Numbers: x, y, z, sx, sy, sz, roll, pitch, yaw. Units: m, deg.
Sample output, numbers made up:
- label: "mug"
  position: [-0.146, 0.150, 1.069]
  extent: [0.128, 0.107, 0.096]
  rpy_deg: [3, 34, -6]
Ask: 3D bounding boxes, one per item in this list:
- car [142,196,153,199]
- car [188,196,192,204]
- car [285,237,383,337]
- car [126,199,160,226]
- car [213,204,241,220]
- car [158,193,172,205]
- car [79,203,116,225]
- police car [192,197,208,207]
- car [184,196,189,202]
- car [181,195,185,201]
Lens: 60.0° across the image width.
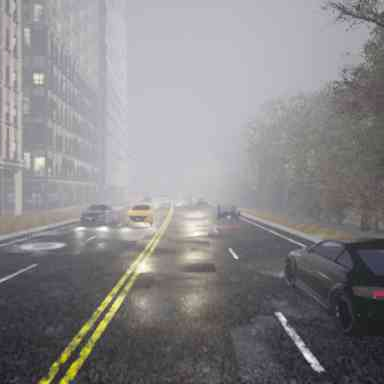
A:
- label: "car"
  position: [-8.835, 1.595, 65.734]
  extent: [2.097, 1.767, 4.553]
  rpy_deg: [0, 0, -4]
- label: "car"
  position: [0.795, 1.764, 67.883]
  extent: [1.812, 1.442, 4.674]
  rpy_deg: [0, 0, -4]
- label: "car"
  position: [3.309, 1.588, 6.678]
  extent: [1.994, 1.385, 4.181]
  rpy_deg: [0, 0, 0]
- label: "car"
  position: [-3.696, 1.577, 24.804]
  extent: [1.882, 1.535, 5.008]
  rpy_deg: [0, 0, -2]
- label: "car"
  position: [2.891, 1.708, 28.796]
  extent: [1.895, 1.301, 4.718]
  rpy_deg: [0, 0, -2]
- label: "car"
  position: [-5.586, 1.459, 65.900]
  extent: [2.150, 2.045, 5.566]
  rpy_deg: [0, 0, -4]
- label: "car"
  position: [-6.953, 1.608, 24.952]
  extent: [1.837, 1.490, 4.892]
  rpy_deg: [0, 0, -2]
- label: "police car"
  position: [1.526, 1.709, 56.850]
  extent: [2.038, 1.542, 4.974]
  rpy_deg: [0, 0, -3]
- label: "car"
  position: [-0.064, 1.818, 78.906]
  extent: [2.033, 1.411, 5.357]
  rpy_deg: [0, 0, -5]
- label: "car"
  position: [-1.054, 1.805, 89.948]
  extent: [2.163, 1.488, 4.792]
  rpy_deg: [0, 0, -5]
